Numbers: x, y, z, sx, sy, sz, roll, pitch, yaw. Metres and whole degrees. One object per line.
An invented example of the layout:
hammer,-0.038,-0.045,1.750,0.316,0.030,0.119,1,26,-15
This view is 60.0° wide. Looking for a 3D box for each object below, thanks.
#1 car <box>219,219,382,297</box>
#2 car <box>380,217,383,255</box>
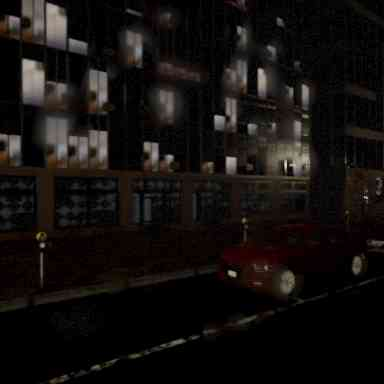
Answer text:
car,2.704,1.507,8.488,4.507,1.381,1.887,0,0,-36
car,7.339,1.513,11.796,4.206,1.307,1.802,0,0,-36
